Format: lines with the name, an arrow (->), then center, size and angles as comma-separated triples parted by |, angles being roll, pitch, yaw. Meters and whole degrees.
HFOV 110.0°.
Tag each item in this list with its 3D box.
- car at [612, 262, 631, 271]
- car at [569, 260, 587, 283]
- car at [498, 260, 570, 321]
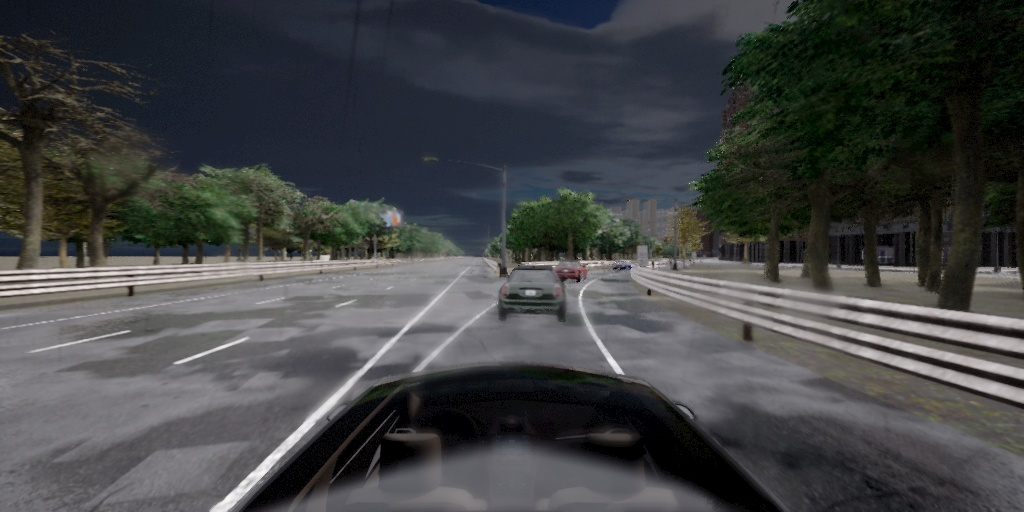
car -> 15.858, 1.433, 50.560 | 1.895, 1.301, 4.718 | 0, 0, 36
car -> 4.857, 1.139, 29.255 | 2.097, 1.767, 4.553 | 1, 0, 20
car -> 0.869, 1.111, 12.738 | 2.097, 1.767, 4.553 | 1, 0, 8
